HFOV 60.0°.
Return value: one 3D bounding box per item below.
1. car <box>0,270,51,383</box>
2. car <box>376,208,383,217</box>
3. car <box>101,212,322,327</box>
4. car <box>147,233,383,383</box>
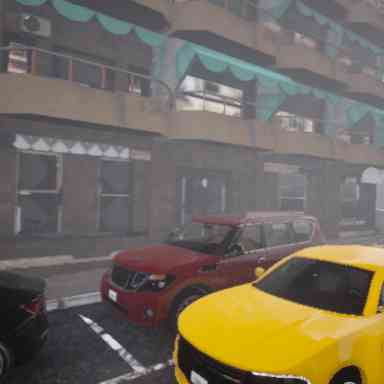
[{"bbox_3d":[-3.816,1.550,3.533,4.313,1.339,1.947,1,0,-35],"label":"car"},{"bbox_3d":[19.194,2.034,37.023,2.008,1.369,4.403,2,-1,-35],"label":"car"},{"bbox_3d":[0.785,1.374,6.812,5.009,1.841,2.192,1,0,-35],"label":"car"},{"bbox_3d":[2.102,1.534,4.570,5.008,1.535,1.882,1,-1,-35],"label":"car"}]
